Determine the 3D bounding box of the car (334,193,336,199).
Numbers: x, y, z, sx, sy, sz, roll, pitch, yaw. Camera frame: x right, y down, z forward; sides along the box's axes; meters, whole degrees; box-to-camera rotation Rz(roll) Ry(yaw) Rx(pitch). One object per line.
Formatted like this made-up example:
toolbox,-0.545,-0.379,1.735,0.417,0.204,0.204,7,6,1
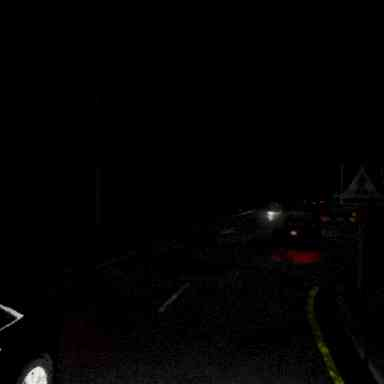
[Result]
car,26.944,1.379,55.471,4.674,1.452,2.002,1,1,2

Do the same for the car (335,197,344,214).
car,16.474,1.559,30.501,5.366,1.575,1.946,1,1,2

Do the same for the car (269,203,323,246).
car,5.113,1.542,15.942,1.882,1.535,5.008,1,0,22

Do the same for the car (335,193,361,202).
car,33.821,1.094,72.113,4.553,1.767,2.185,1,1,3

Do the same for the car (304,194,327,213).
car,13.678,1.202,36.940,2.150,2.045,5.566,1,1,22

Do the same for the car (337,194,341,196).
car,22.358,1.474,44.372,4.674,1.452,2.002,1,1,2

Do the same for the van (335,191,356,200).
van,39.711,0.919,85.981,4.442,1.987,1.878,1,1,2

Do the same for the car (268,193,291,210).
car,10.614,1.143,40.124,2.150,2.045,5.566,1,1,22

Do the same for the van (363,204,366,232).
van,11.151,1.396,16.580,4.442,1.987,1.878,1,0,2

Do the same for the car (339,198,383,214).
car,18.940,1.514,36.046,4.892,1.521,2.231,1,1,2

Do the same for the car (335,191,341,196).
car,24.683,1.260,49.914,4.553,1.767,2.185,1,1,2

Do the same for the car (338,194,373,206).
car,25.831,1.236,52.687,4.553,1.767,2.185,1,1,2

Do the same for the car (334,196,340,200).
car,17.609,1.533,33.279,5.366,1.575,1.946,1,1,2

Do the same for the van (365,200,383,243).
van,10.035,1.383,13.794,4.442,1.987,1.878,1,0,2

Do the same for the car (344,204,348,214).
car,13.445,1.638,22.140,5.366,1.575,1.946,1,1,2

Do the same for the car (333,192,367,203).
car,31.525,1.005,66.554,5.566,2.045,2.435,1,1,3

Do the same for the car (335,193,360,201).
car,34.970,1.078,74.886,4.553,1.767,2.185,1,1,2

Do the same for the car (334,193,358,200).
car,38.438,1.157,83.213,5.008,1.535,2.097,1,1,2

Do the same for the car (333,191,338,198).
car,28.081,1.065,58.221,5.566,2.045,2.435,1,1,2

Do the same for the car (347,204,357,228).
car,12.147,1.632,19.355,5.008,1.535,2.097,1,1,2

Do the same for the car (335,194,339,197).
car,23.472,1.438,47.148,4.792,1.488,2.163,1,1,2

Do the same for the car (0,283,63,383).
car,-2.507,1.484,1.742,1.837,1.490,4.892,0,0,7
